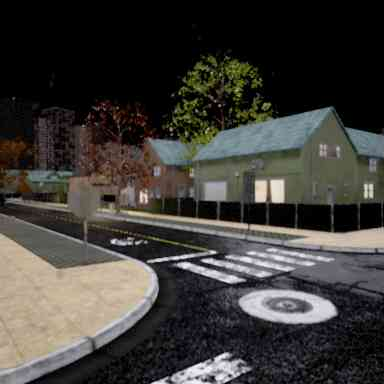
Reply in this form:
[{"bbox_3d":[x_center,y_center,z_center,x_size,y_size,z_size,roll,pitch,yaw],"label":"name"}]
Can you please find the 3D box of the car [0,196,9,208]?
[{"bbox_3d":[-24.887,1.266,42.679,1.837,1.490,4.892,0,0,-38],"label":"car"}]
